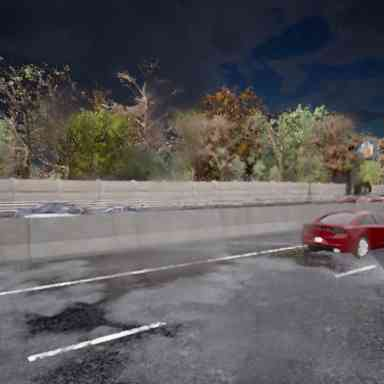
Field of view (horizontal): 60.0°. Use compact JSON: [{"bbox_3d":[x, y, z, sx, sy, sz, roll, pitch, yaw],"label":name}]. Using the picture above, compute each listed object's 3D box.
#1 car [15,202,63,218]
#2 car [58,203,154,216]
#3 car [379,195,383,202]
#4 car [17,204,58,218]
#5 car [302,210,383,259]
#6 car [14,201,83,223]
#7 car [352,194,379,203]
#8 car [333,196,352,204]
[{"bbox_3d":[-9.259,1.519,23.185,5.357,1.411,2.033,0,0,-36],"label":"car"},{"bbox_3d":[-4.341,1.459,18.091,4.902,1.511,2.128,0,0,-35],"label":"car"},{"bbox_3d":[28.023,1.304,45.427,4.892,1.490,1.837,0,0,-35],"label":"car"},{"bbox_3d":[-7.626,1.575,20.049,4.718,1.301,1.895,0,0,-35],"label":"car"},{"bbox_3d":[6.216,1.423,12.475,5.008,1.535,1.882,0,0,-36],"label":"car"},{"bbox_3d":[-11.213,1.497,26.056,4.674,1.442,1.812,0,0,-36],"label":"car"},{"bbox_3d":[25.667,1.152,48.045,4.553,1.767,2.097,0,0,-35],"label":"car"},{"bbox_3d":[23.578,1.278,50.850,5.008,1.535,1.882,0,0,-35],"label":"car"}]
